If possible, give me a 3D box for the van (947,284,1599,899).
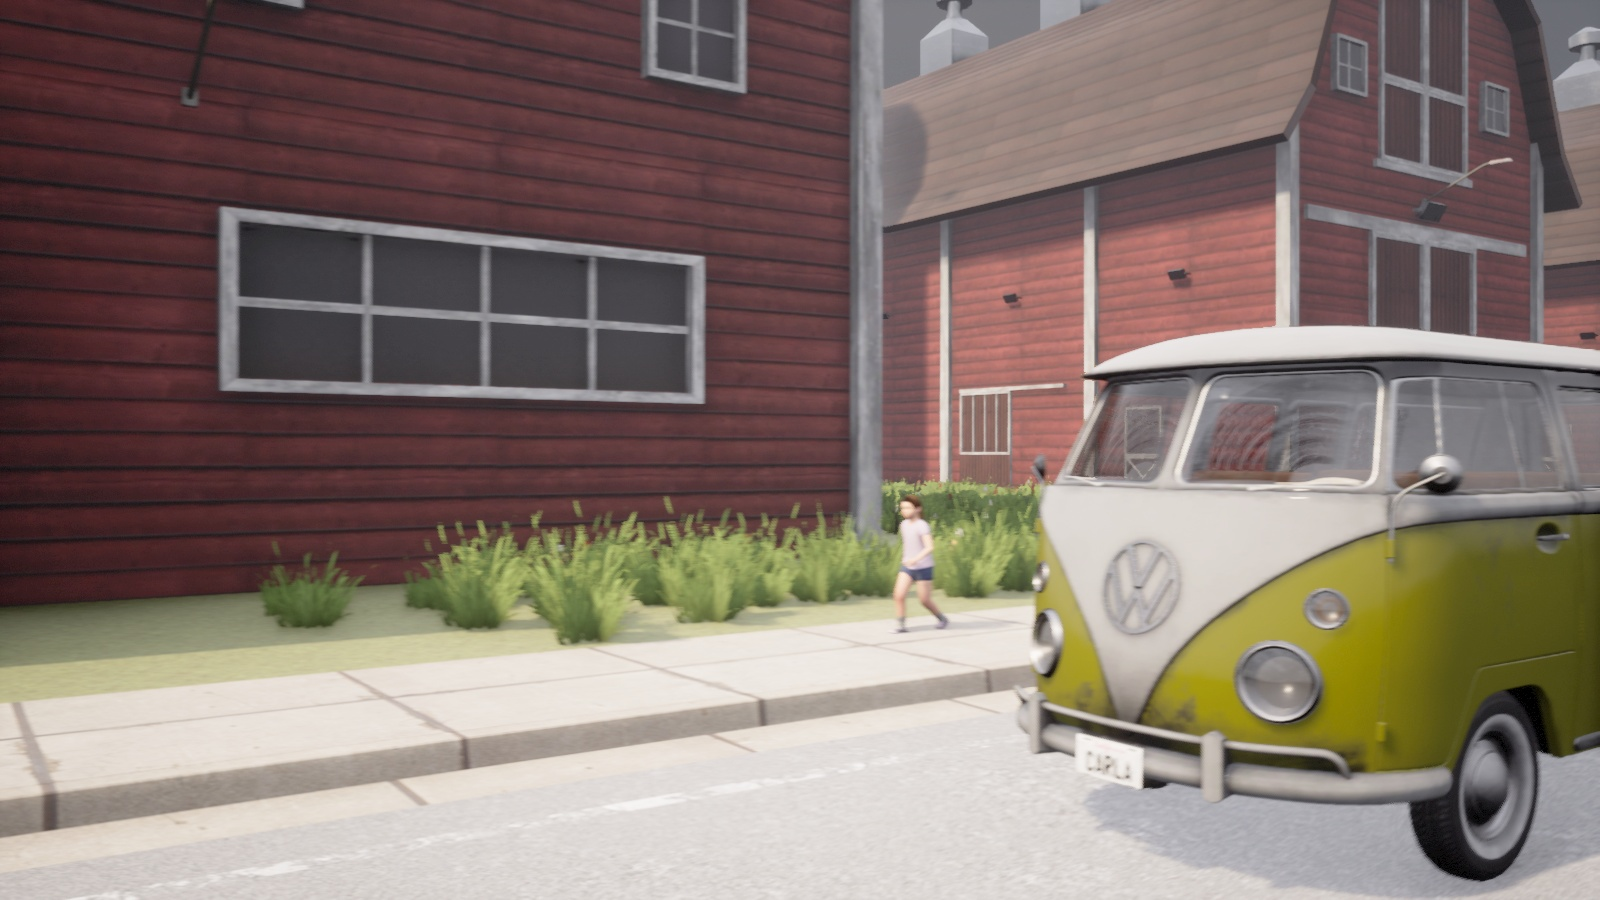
[{"bbox_3d":[2.938,0.505,5.705,4.442,1.987,1.775,0,0,-35],"label":"van"}]

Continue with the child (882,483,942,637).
[{"bbox_3d":[0.836,0.805,9.370,0.255,1.110,0.394,0,0,45],"label":"child"}]
